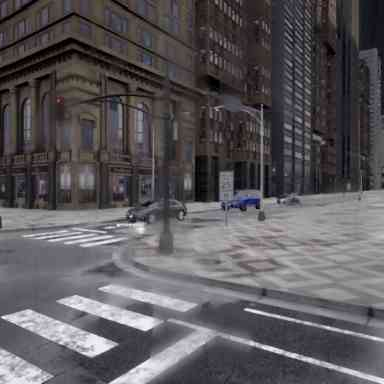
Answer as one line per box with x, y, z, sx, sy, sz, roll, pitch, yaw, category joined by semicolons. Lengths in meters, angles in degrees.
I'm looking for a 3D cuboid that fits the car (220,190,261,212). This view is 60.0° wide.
4.945;0.794;32.586;2.150;2.045;5.566;0;1;36;car

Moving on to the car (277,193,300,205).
12.551;0.887;43.154;2.128;1.511;4.902;0;1;36;car

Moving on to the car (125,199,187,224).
-2.297;1.242;22.446;1.837;1.490;4.892;0;1;37;car
